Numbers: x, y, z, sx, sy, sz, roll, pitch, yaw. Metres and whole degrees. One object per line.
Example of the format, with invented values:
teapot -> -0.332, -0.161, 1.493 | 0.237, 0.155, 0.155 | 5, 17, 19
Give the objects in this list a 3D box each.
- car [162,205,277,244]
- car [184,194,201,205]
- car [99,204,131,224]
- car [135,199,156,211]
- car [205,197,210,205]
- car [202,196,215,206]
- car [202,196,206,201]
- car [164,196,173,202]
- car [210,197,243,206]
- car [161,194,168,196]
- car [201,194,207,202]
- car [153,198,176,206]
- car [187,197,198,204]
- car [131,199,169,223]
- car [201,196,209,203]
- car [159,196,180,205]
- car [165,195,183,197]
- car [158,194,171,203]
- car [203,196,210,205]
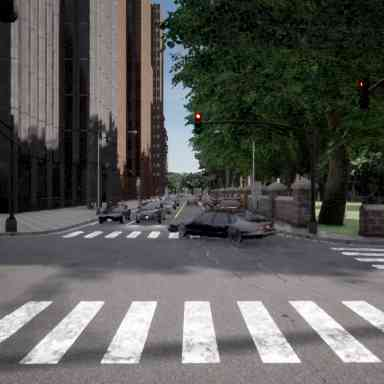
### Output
car -> 1.358, 1.581, 16.240 | 5.357, 1.411, 2.033 | 1, 1, 36
car -> 0.124, 1.536, 55.781 | 2.128, 1.511, 4.902 | 0, 0, 1
car -> -5.731, 1.576, 25.224 | 1.947, 1.339, 4.313 | 0, 0, 0
car -> -5.711, 1.579, 41.595 | 2.008, 1.369, 4.403 | 0, 0, 0
car -> 2.807, 1.588, 36.136 | 1.947, 1.339, 4.313 | 0, 0, 0
car -> 2.834, 1.487, 57.962 | 1.967, 1.590, 4.097 | 0, 0, 0
car -> 2.820, 1.585, 47.049 | 2.008, 1.369, 4.403 | 0, 0, 0
car -> -5.665, 1.620, 79.795 | 1.887, 1.381, 4.507 | 0, 0, 0
car -> 2.794, 1.326, 25.223 | 2.192, 1.841, 5.009 | 0, 0, 0
car -> -5.685, 1.635, 63.423 | 1.802, 1.307, 4.206 | 0, 0, 0
car -> 2.827, 1.481, 52.505 | 1.967, 1.590, 4.097 | 0, 0, 0
car -> -3.056, 1.622, 34.751 | 1.895, 1.301, 4.718 | 0, 0, 0
car -> 0.081, 1.620, 65.761 | 1.994, 1.385, 4.181 | 0, 0, 0
car -> -3.075, 1.516, 25.496 | 1.837, 1.490, 4.892 | 0, 0, 1
car -> 2.854, 1.593, 74.501 | 1.752, 1.417, 4.829 | 0, 0, 0
car -> -3.038, 1.595, 43.952 | 1.994, 1.385, 4.181 | 0, 0, 0
car -> -2.988, 1.590, 54.096 | 2.033, 1.411, 5.357 | 0, 0, 0
car -> -5.678, 1.375, 68.881 | 2.192, 1.841, 5.009 | 0, 0, 0
car -> 2.814, 1.579, 41.592 | 2.008, 1.369, 4.403 | 0, 0, 0
